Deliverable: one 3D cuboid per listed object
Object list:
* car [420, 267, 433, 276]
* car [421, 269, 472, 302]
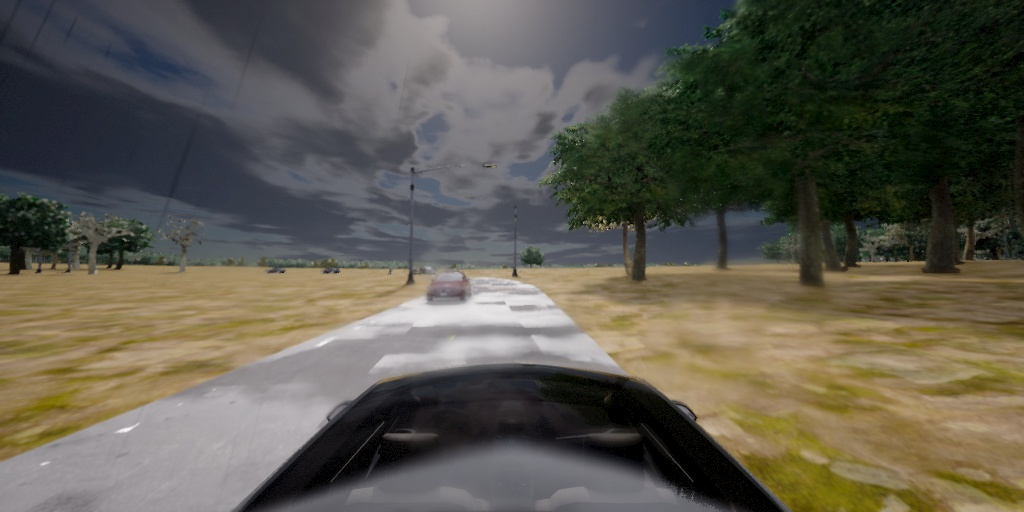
[{"bbox_3d":[-13.820,2.520,59.470,2.128,1.511,4.902,3,-3,-33],"label":"car"},{"bbox_3d":[-3.143,1.527,18.711,1.812,1.442,4.674,0,-1,-1],"label":"car"}]
